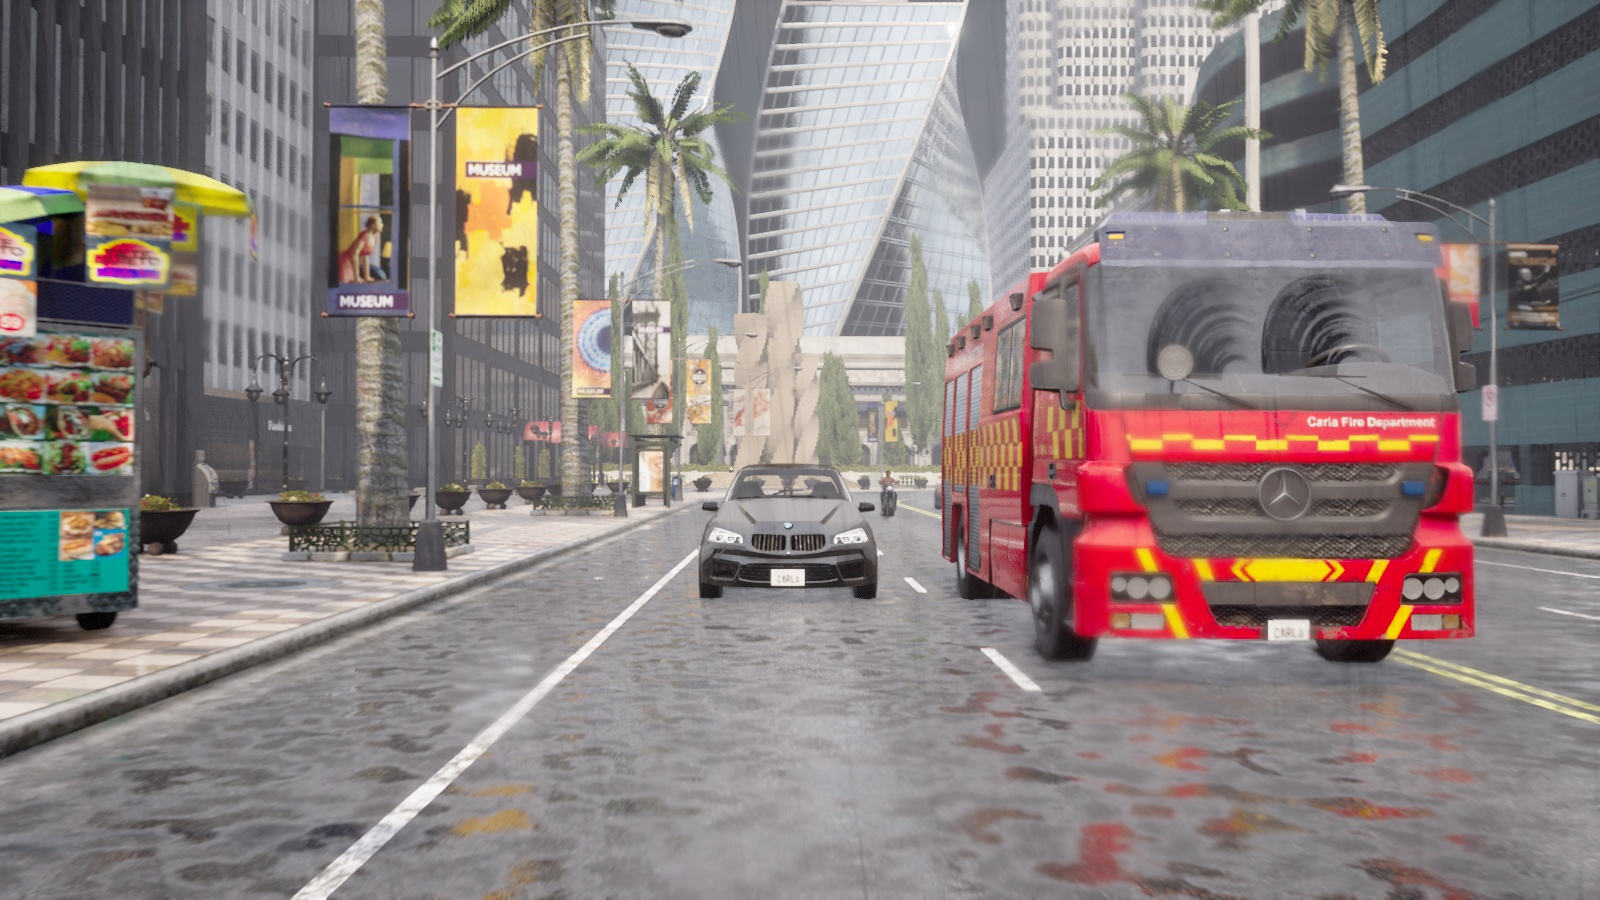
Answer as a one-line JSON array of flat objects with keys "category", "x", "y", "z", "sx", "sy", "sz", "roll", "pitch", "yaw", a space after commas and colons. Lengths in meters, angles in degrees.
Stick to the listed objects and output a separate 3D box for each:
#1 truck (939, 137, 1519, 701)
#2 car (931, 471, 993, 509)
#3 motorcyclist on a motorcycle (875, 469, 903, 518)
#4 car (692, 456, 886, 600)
[{"category": "truck", "x": 3.385, "y": -0.151, "z": 12.775, "sx": 2.891, "sy": 3.827, "sz": 8.468, "roll": 0, "pitch": -1, "yaw": -1}, {"category": "car", "x": 6.502, "y": 1.601, "z": 50.844, "sx": 1.970, "sy": 1.475, "sz": 3.806, "roll": 0, "pitch": -1, "yaw": -1}, {"category": "motorcyclist on a motorcycle", "x": 3.084, "y": 1.480, "z": 43.646, "sx": 0.766, "sy": 1.649, "sz": 2.350, "roll": 0, "pitch": -1, "yaw": 0}, {"category": "car", "x": -0.153, "y": 0.941, "z": 16.895, "sx": 2.242, "sy": 1.667, "sz": 4.611, "roll": 0, "pitch": -1, "yaw": -1}]
